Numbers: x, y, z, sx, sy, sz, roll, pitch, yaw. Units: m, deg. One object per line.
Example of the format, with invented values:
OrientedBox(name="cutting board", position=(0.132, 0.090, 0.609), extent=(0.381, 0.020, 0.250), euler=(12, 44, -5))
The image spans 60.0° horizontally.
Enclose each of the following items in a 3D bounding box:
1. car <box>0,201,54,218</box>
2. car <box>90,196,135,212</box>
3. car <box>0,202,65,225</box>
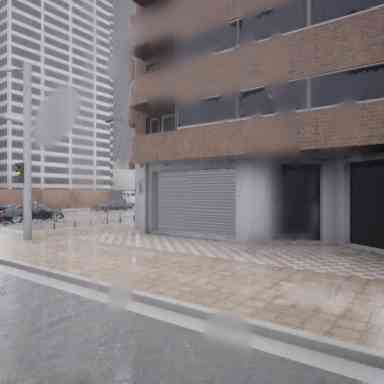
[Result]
OrientedBox(name="car", position=(-15.529, 1.601, 30.953), extent=(1.895, 1.301, 4.718), euler=(0, 0, 36))
OrientedBox(name="car", position=(-9.374, 1.547, 39.410), extent=(2.033, 1.411, 5.357), euler=(0, 0, 36))
OrientedBox(name="car", position=(-11.649, 1.493, 24.046), extent=(2.128, 1.511, 4.902), euler=(0, 0, 36))
